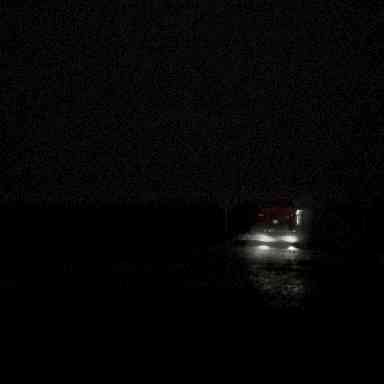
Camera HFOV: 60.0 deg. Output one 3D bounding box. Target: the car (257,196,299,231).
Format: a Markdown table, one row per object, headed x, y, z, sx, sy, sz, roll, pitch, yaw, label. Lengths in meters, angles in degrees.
| x | y | z | sx | sy | sz | roll | pitch | yaw | label |
| --- | --- | --- | --- | --- | --- | --- | --- | --- | --- |
| 5.624 | 1.325 | 21.609 | 2.150 | 2.045 | 5.566 | 0 | 0 | 19 | car |
